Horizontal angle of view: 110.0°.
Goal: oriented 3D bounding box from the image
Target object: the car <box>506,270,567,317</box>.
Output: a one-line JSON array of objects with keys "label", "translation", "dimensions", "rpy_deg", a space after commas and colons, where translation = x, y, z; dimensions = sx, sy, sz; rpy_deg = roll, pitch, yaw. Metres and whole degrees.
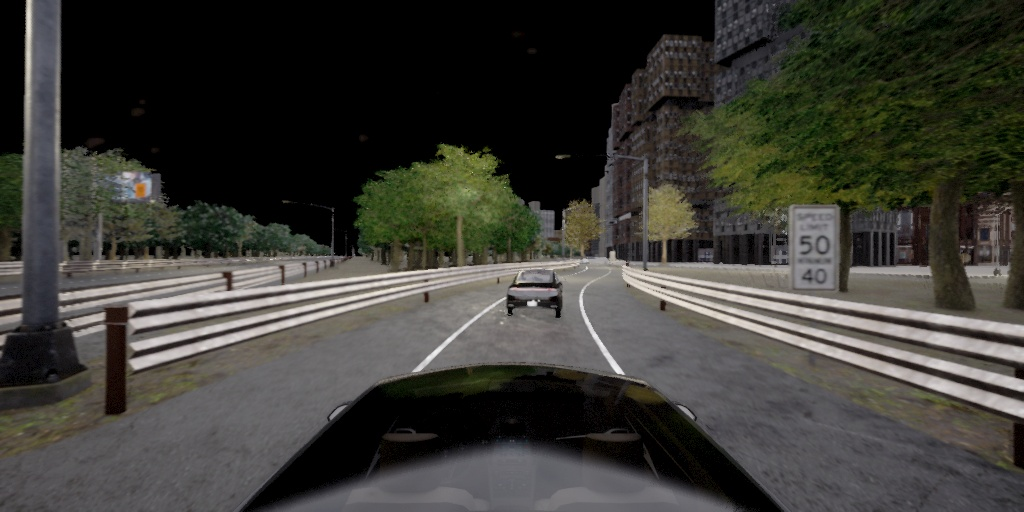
[{"label": "car", "translation": [0.966, 1.249, 13.373], "dimensions": [2.128, 1.511, 4.902], "rpy_deg": [0, 0, 8]}]
